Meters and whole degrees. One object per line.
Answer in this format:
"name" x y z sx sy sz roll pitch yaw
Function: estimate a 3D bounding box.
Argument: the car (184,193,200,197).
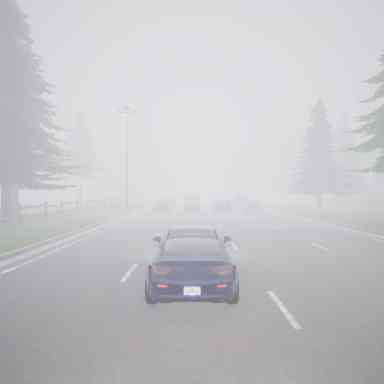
"car" 0.020 1.227 49.051 2.150 2.045 5.566 0 0 0

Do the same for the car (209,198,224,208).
"car" 3.520 1.606 49.050 1.895 1.301 4.718 0 0 0

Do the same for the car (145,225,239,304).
"car" 0.003 1.526 7.988 1.812 1.442 4.674 0 0 0

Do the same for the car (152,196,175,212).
"car" -3.484 1.551 38.603 2.033 1.411 5.357 0 0 0

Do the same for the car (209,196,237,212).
"car" 3.516 1.496 38.600 2.128 1.511 4.902 0 0 0

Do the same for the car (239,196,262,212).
"car" 7.016 1.530 39.015 1.812 1.442 4.674 0 0 0

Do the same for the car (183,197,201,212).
"car" 0.016 1.568 39.018 1.994 1.385 4.181 0 0 0

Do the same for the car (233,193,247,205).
"car" 7.020 1.227 49.048 2.150 2.045 5.566 0 0 0
